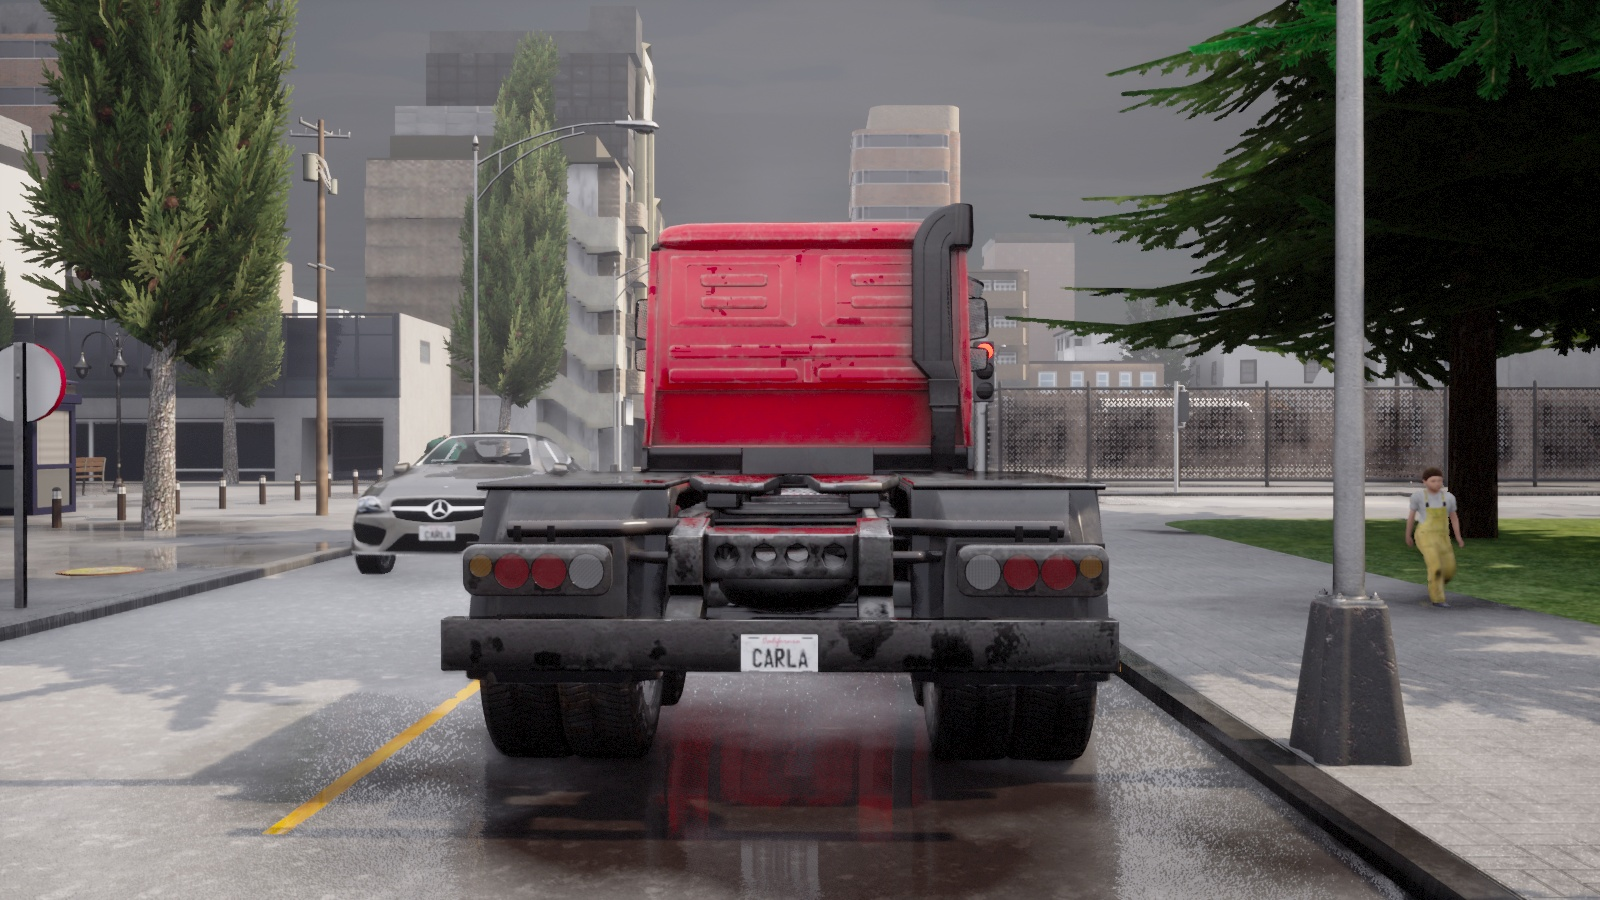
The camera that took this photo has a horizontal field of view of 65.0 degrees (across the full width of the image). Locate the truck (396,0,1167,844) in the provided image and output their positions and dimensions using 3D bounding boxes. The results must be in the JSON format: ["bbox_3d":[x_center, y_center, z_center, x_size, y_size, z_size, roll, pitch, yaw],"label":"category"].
[{"bbox_3d":[0.020,-0.284,8.679,2.891,3.462,7.936,0,0,1],"label":"truck"}]

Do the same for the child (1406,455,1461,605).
[{"bbox_3d":[5.464,0.679,10.843,0.270,1.263,0.437,0,0,3],"label":"child"}]

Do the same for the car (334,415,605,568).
[{"bbox_3d":[-3.946,0.431,16.026,2.152,1.651,5.027,0,0,0],"label":"car"}]

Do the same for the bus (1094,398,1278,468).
[{"bbox_3d":[23.857,-1.052,78.208,10.273,4.253,3.944,0,0,2],"label":"bus"}]
